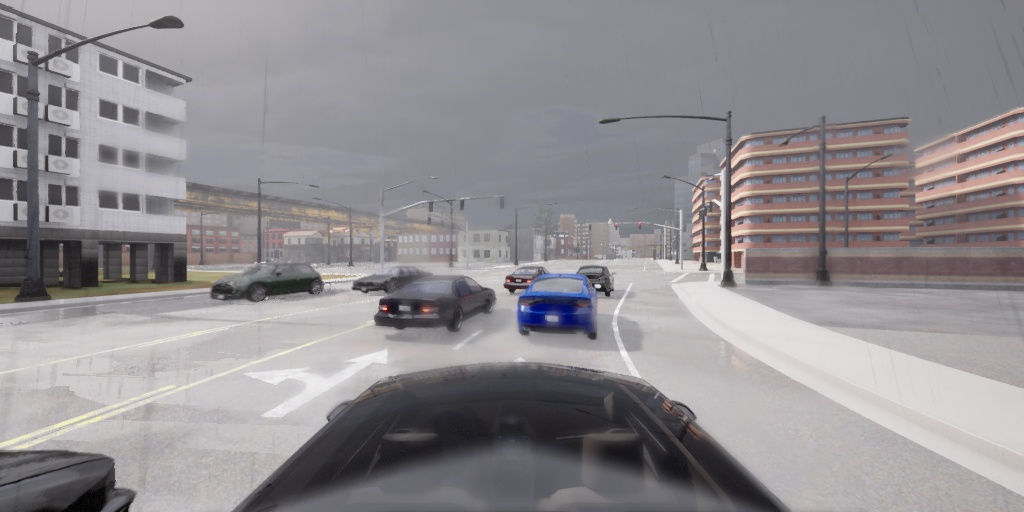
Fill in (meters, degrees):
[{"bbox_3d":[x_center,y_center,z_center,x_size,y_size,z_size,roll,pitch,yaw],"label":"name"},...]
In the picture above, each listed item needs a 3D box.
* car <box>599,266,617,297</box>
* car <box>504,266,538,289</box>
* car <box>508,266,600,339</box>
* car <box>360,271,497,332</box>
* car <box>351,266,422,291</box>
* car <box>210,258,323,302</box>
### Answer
[{"bbox_3d":[4.416,1.255,19.210,1.837,1.490,4.892,0,0,19],"label":"car"},{"bbox_3d":[1.189,1.297,20.539,2.033,1.411,5.357,0,0,20],"label":"car"},{"bbox_3d":[1.485,1.228,10.288,1.882,1.535,5.008,0,0,14],"label":"car"},{"bbox_3d":[-1.977,1.297,10.976,2.033,1.411,5.357,0,0,13],"label":"car"},{"bbox_3d":[-6.516,1.297,20.430,2.033,1.411,5.357,0,0,20],"label":"car"},{"bbox_3d":[-11.374,1.102,16.977,2.097,1.767,4.553,0,0,18],"label":"car"}]
